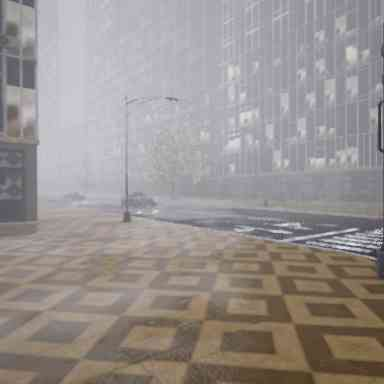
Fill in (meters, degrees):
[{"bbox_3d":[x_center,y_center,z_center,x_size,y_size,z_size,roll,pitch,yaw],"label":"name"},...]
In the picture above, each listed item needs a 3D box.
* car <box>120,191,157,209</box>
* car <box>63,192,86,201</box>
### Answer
[{"bbox_3d":[-5.445,0.721,33.381,2.097,1.767,4.553,-1,1,-38],"label":"car"},{"bbox_3d":[-17.139,0.655,48.461,1.895,1.301,4.718,-1,1,-38],"label":"car"}]
